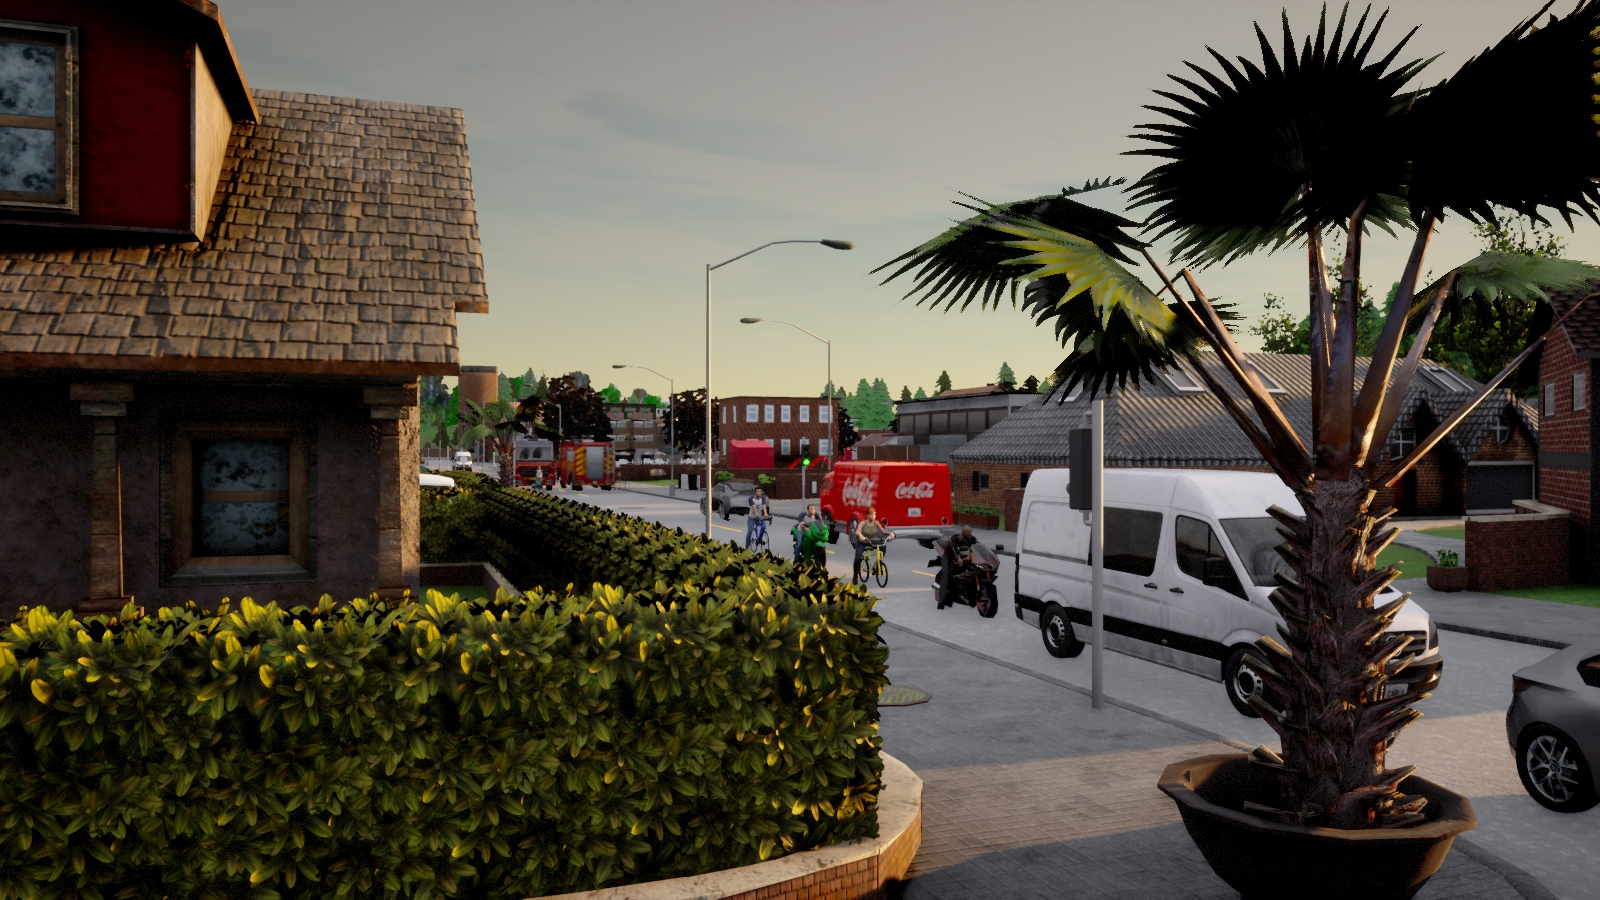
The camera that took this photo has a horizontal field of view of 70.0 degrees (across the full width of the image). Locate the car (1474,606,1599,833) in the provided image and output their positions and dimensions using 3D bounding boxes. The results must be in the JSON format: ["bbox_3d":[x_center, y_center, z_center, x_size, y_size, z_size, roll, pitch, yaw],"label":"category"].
[{"bbox_3d":[6.934,2.069,7.650,1.816,1.474,4.193,0,0,-12],"label":"car"}]

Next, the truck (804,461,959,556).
[{"bbox_3d":[2.243,1.575,33.351,2.627,2.467,5.204,0,0,-20],"label":"truck"}]

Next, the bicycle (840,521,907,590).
[{"bbox_3d":[1.505,2.162,23.648,0.859,1.276,1.487,0,0,-19],"label":"bicycle"}]

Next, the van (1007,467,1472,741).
[{"bbox_3d":[4.966,1.538,14.186,1.988,2.561,5.915,0,0,-20],"label":"van"}]

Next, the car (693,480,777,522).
[{"bbox_3d":[-2.735,2.053,47.005,2.128,1.511,4.902,0,0,-20],"label":"car"}]
